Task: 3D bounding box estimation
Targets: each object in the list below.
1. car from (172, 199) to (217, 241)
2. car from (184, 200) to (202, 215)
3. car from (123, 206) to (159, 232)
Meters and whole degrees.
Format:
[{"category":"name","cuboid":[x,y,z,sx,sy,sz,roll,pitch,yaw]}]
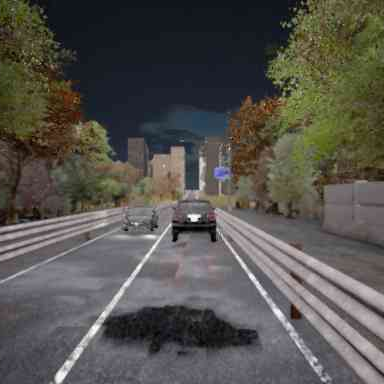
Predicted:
[{"category":"car","cuboid":[0.104,1.368,17.792,2.150,2.045,5.566,0,-1,0]},{"category":"car","cuboid":[0.117,1.878,40.799,2.097,1.767,4.553,0,-1,0]},{"category":"car","cuboid":[-3.243,1.698,21.897,1.837,1.490,4.892,0,-1,0]}]
